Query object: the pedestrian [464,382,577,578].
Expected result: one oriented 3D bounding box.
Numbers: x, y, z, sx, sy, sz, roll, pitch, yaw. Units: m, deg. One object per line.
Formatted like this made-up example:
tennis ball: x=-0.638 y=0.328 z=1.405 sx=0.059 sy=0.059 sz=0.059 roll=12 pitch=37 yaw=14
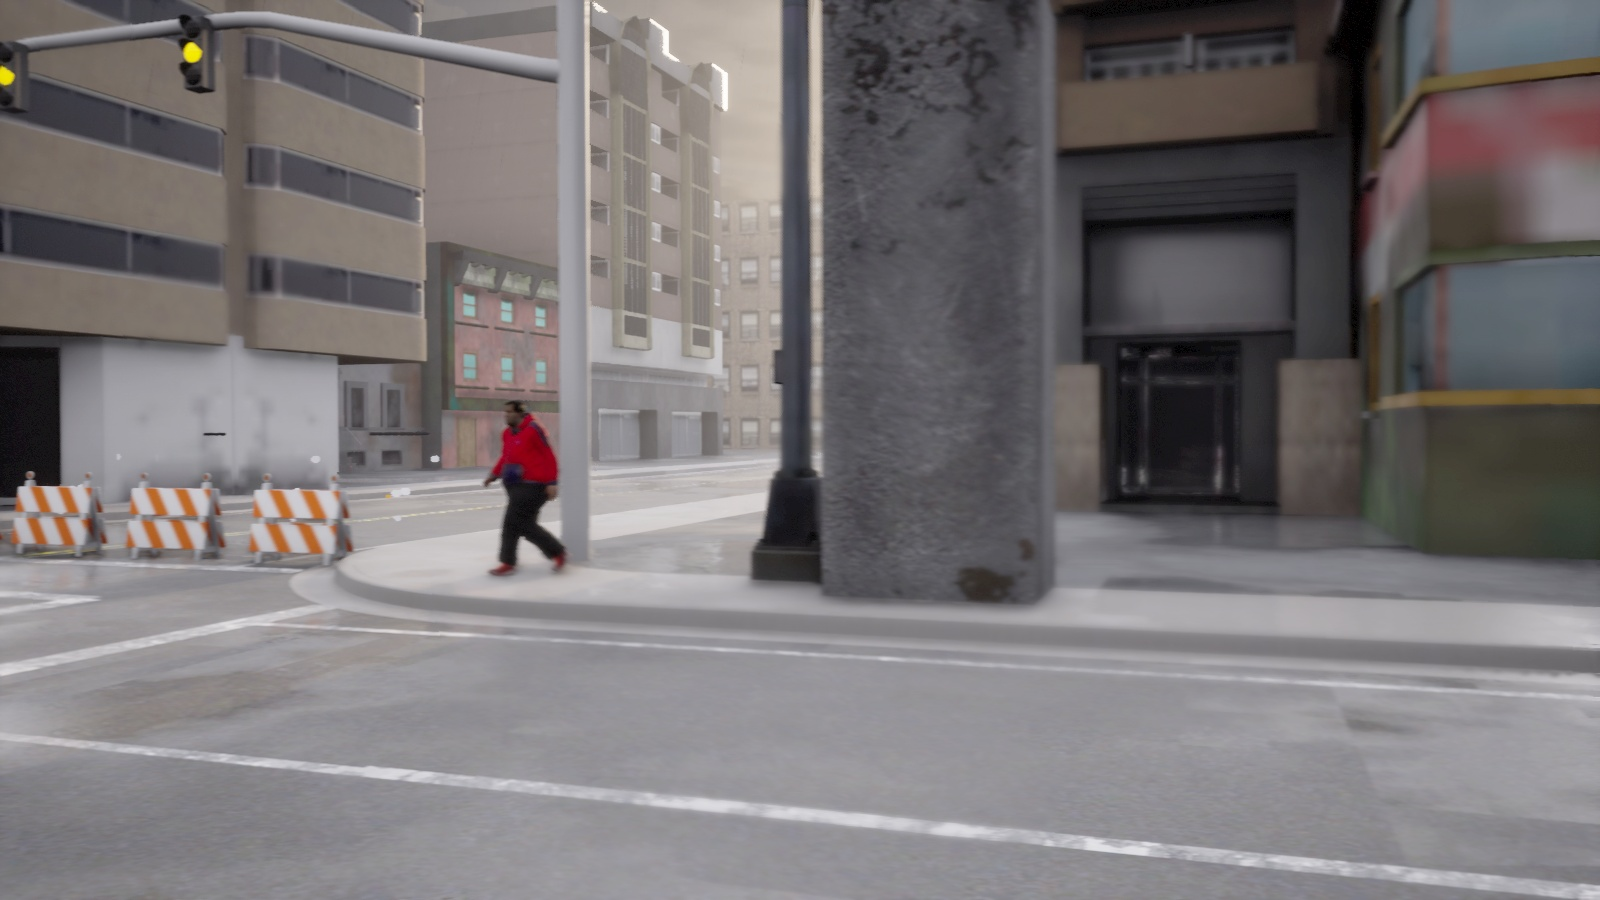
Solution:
pedestrian: x=-2.750 y=0.278 z=12.358 sx=0.899 sy=1.844 sz=0.634 roll=0 pitch=1 yaw=-37
